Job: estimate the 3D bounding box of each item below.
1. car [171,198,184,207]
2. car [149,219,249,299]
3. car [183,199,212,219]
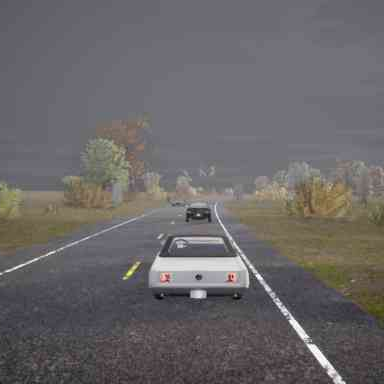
[{"bbox_3d":[-1.832,1.566,49.511,1.994,1.385,4.181,0,0,5],"label":"car"},{"bbox_3d":[0.134,1.603,8.367,1.895,1.301,4.718,0,0,0],"label":"car"},{"bbox_3d":[0.539,1.482,26.057,1.882,1.535,5.008,0,0,2],"label":"car"}]
